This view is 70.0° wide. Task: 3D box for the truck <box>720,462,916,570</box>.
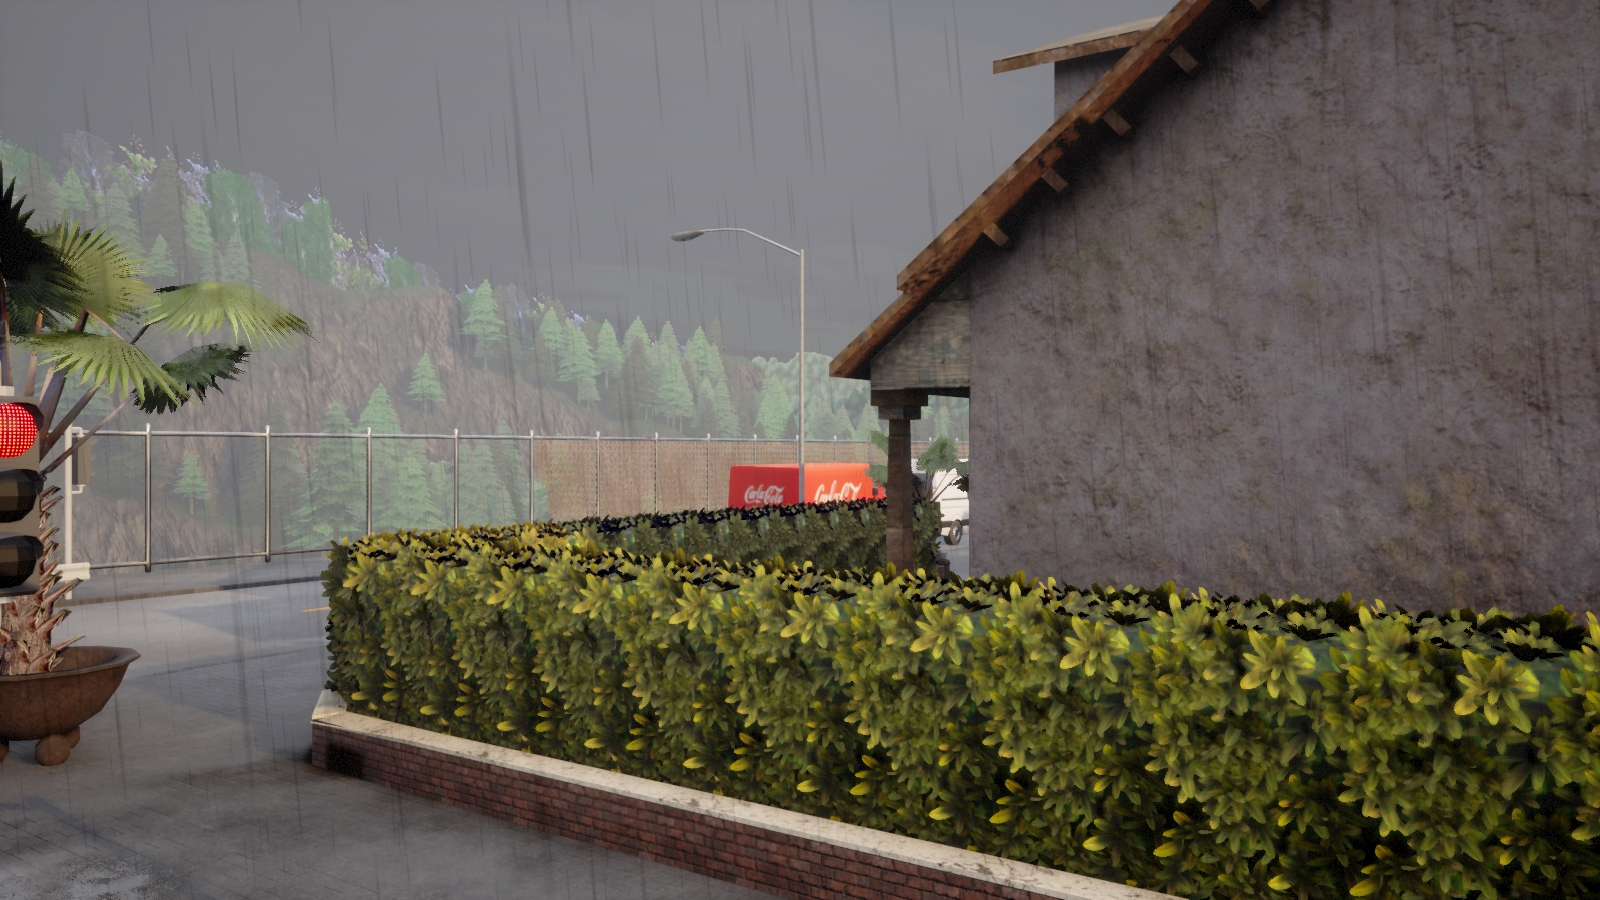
[{"bbox_3d":[0.584,1.568,29.600,2.627,2.467,5.204,0,0,35],"label":"truck"}]
